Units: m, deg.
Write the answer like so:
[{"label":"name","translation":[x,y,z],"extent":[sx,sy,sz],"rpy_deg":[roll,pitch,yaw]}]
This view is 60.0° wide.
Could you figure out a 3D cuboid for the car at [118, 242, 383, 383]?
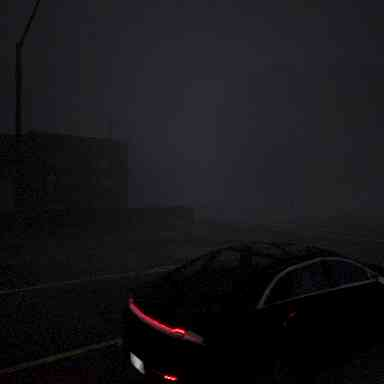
[{"label":"car","translation":[1.423,1.492,4.741],"extent":[4.902,1.511,2.128],"rpy_deg":[0,0,-35]}]
